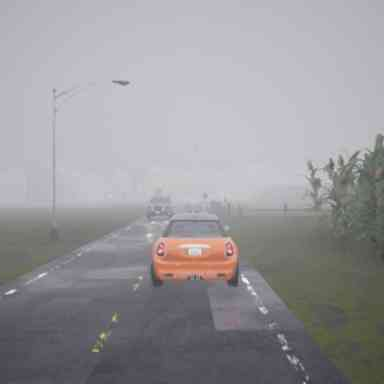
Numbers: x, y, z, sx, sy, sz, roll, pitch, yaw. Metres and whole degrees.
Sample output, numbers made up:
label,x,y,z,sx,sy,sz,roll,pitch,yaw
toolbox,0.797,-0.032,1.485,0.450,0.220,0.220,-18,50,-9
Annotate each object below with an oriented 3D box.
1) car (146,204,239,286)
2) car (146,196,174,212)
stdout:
label,x,y,z,sx,sy,sz,roll,pitch,yaw
car,0.082,1.395,9.706,2.097,1.767,4.553,0,0,0
car,-2.838,1.361,30.346,2.150,2.045,5.566,0,0,0
